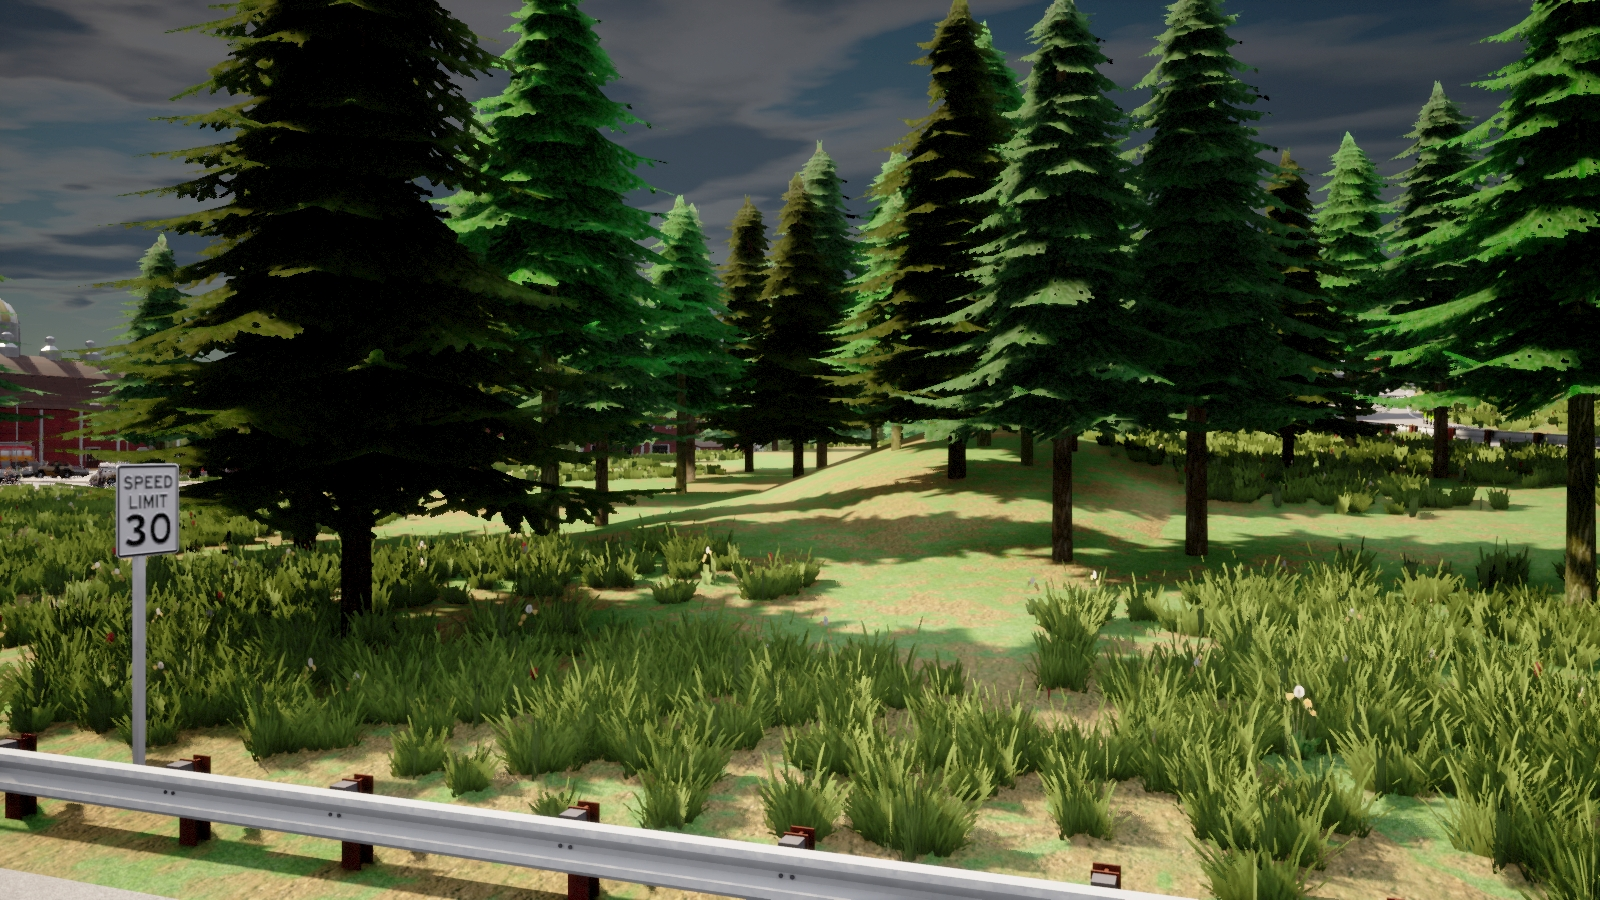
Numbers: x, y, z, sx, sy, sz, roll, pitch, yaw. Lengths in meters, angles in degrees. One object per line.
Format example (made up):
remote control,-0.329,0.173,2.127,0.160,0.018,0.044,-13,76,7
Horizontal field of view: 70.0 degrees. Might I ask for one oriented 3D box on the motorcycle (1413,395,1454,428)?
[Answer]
motorcycle,28.268,-1.725,50.989,0.856,1.316,1.805,2,5,5
